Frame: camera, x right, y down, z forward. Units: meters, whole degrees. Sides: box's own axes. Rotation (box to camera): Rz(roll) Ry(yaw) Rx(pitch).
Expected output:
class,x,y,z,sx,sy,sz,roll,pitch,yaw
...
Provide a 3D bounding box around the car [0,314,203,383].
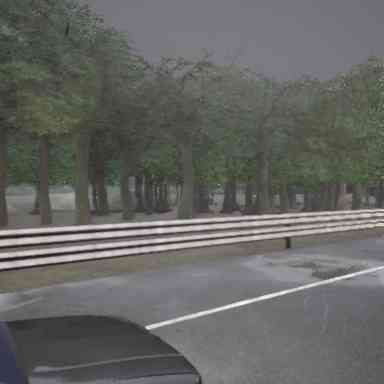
class,x,y,z,sx,sy,sz,roll,pitch,yaw
car,-2.440,1.544,1.986,5.357,1.411,2.033,0,0,-35
